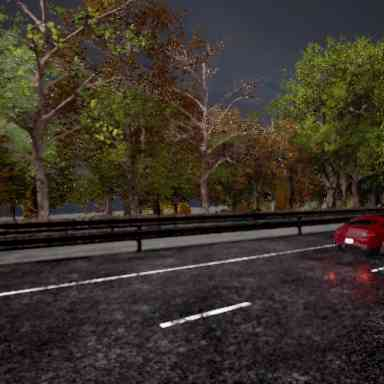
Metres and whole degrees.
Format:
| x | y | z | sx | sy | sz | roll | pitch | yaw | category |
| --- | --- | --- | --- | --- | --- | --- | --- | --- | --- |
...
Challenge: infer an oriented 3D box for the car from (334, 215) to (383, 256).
| x | y | z | sx | sy | sz | roll | pitch | yaw | category |
| --- | --- | --- | --- | --- | --- | --- | --- | --- | --- |
| 7.729 | 1.674 | 13.735 | 4.674 | 1.442 | 1.812 | 0 | 0 | -36 | car |
